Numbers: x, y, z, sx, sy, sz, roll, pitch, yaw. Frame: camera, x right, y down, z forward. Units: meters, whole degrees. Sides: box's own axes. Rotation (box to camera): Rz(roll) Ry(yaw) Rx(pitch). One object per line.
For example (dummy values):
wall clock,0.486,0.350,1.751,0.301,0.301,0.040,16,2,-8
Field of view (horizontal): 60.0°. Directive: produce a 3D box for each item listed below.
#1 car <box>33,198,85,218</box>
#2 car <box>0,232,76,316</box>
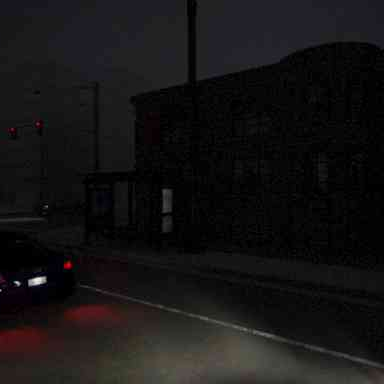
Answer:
car,-12.005,1.356,30.304,2.097,1.767,4.553,0,0,36
car,-4.388,1.564,7.129,4.181,1.385,1.994,0,0,36
